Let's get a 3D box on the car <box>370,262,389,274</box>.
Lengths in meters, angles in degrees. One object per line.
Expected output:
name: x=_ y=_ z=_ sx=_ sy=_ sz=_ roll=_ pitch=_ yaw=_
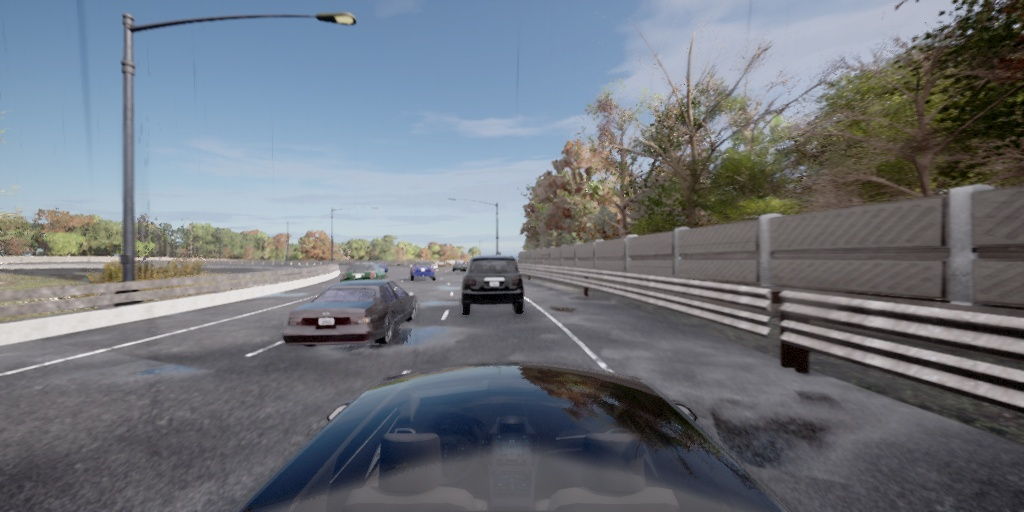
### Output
car: x=-17.350 y=1.526 z=46.846 sx=1.994 sy=1.385 sz=4.181 roll=0 pitch=0 yaw=-25

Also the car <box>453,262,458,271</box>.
car: x=-7.616 y=1.490 z=52.731 sx=1.994 sy=1.385 sz=4.181 roll=0 pitch=0 yaw=-6

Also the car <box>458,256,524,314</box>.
car: x=-0.872 y=1.010 z=14.249 sx=2.150 sy=2.045 sz=5.566 roll=0 pitch=0 yaw=-6

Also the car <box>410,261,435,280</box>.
car: x=-8.300 y=1.230 z=33.047 sx=2.097 sy=1.767 sz=4.553 roll=0 pitch=0 yaw=-17

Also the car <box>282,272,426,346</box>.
car: x=-3.841 y=1.339 z=9.535 sx=2.033 sy=1.411 sz=5.357 roll=0 pitch=0 yaw=-5

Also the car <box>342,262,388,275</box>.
car: x=-9.288 y=1.208 z=22.774 sx=2.097 sy=1.767 sz=4.553 roll=0 pitch=0 yaw=-12
